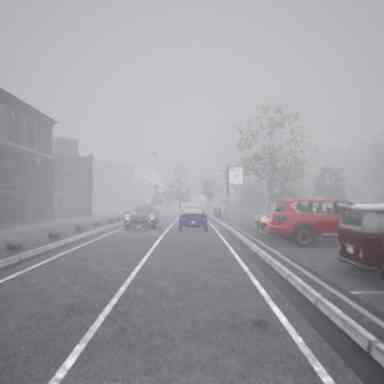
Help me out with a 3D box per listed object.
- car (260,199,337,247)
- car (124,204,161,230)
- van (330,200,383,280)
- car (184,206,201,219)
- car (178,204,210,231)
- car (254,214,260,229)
[{"bbox_3d":[6.255,1.331,15.090,5.566,2.045,2.435,0,-1,0],"label":"car"},{"bbox_3d":[-3.367,1.670,23.339,2.097,1.767,4.553,0,-2,0],"label":"car"},{"bbox_3d":[6.387,1.290,8.898,4.442,1.987,1.878,0,-1,0],"label":"van"},{"bbox_3d":[0.046,2.418,39.985,1.837,1.490,4.892,0,-2,0],"label":"car"},{"bbox_3d":[0.072,1.789,23.088,1.882,1.535,5.008,0,-1,0],"label":"car"},{"bbox_3d":[6.200,1.630,18.003,5.008,1.535,2.097,0,-1,-1],"label":"car"}]
